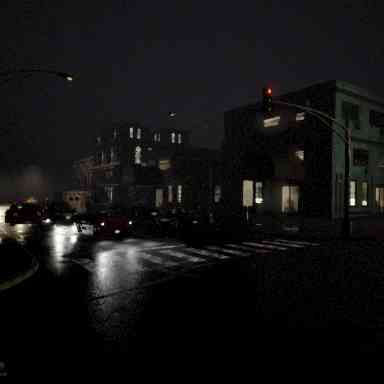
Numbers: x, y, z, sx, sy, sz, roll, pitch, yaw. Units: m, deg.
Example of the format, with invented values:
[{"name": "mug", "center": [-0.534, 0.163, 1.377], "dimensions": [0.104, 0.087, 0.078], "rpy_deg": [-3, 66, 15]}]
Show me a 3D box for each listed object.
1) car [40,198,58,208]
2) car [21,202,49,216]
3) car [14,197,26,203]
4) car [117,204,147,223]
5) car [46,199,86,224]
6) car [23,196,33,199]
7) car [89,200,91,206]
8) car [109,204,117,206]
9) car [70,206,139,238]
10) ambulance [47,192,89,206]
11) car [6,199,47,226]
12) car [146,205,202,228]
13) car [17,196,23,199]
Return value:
[{"name": "car", "center": [-23.914, 1.778, 55.700], "dimensions": [1.967, 1.590, 4.097], "rpy_deg": [1, -1, -35]}, {"name": "car", "center": [-16.494, 1.750, 34.901], "dimensions": [1.895, 1.301, 4.718], "rpy_deg": [1, -1, -35]}, {"name": "car", "center": [-42.924, 2.051, 83.047], "dimensions": [2.008, 1.369, 4.403], "rpy_deg": [1, -1, -35]}, {"name": "car", "center": [-4.194, 1.742, 27.554], "dimensions": [1.947, 1.339, 4.313], "rpy_deg": [1, -1, -35]}, {"name": "car", "center": [-10.313, 1.588, 25.999], "dimensions": [2.128, 1.511, 4.902], "rpy_deg": [1, -1, -35]}, {"name": "car", "center": [-33.516, 1.944, 69.513], "dimensions": [1.752, 1.417, 4.829], "rpy_deg": [1, -1, -35]}, {"name": "car", "center": [-14.340, 1.574, 42.076], "dimensions": [2.192, 1.841, 5.009], "rpy_deg": [1, -1, -35]}, {"name": "car", "center": [-7.322, 1.783, 32.053], "dimensions": [1.802, 1.307, 4.206], "rpy_deg": [1, -1, -35]}, {"name": "car", "center": [-4.947, 1.655, 18.270], "dimensions": [1.895, 1.301, 4.718], "rpy_deg": [1, -1, -35]}, {"name": "ambulance", "center": [-13.676, 1.224, 36.276], "dimensions": [2.351, 2.431, 6.366], "rpy_deg": [1, -1, -35]}, {"name": "car", "center": [-11.890, 1.492, 23.495], "dimensions": [1.967, 1.590, 4.097], "rpy_deg": [1, -1, -35]}, {"name": "car", "center": [-1.065, 1.701, 23.053], "dimensions": [2.008, 1.369, 4.403], "rpy_deg": [1, -1, -35]}, {"name": "car", "center": [-39.754, 1.788, 78.492], "dimensions": [2.192, 1.841, 5.009], "rpy_deg": [1, -1, -35]}]
